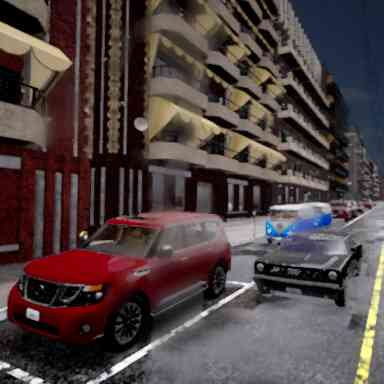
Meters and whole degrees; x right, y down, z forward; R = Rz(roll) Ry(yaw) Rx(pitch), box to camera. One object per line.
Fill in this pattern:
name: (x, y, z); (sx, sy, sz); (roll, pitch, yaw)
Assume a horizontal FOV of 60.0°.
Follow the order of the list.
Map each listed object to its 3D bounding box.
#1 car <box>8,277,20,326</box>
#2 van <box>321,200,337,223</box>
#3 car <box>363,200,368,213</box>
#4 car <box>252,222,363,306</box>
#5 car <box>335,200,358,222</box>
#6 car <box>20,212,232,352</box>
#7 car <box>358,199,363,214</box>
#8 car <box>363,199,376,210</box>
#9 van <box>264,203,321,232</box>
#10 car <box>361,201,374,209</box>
car: (-3.846, 1.552, 1.869); (1.752, 1.417, 4.829); (1, 0, 31)
van: (7.713, 1.599, 20.931); (1.690, 1.788, 3.998); (1, 0, 31)
car: (22.042, 2.147, 44.577); (1.947, 1.339, 4.313); (1, 0, 31)
car: (3.193, 1.705, 8.570); (1.895, 1.301, 4.718); (0, -1, 31)
car: (13.447, 1.699, 30.389); (2.192, 1.841, 5.009); (1, 0, 31)
car: (-0.886, 1.398, 6.744); (2.192, 1.841, 5.009); (1, 0, 31)
car: (16.314, 1.763, 35.117); (2.192, 1.841, 5.009); (1, 0, 31)
car: (30.647, 2.111, 58.763); (2.192, 1.841, 5.009); (1, 0, 31)
van: (4.846, 1.538, 16.201); (1.690, 1.788, 3.998); (1, 0, 31)
car: (33.509, 2.417, 63.492); (1.887, 1.381, 4.507); (1, 0, 31)
